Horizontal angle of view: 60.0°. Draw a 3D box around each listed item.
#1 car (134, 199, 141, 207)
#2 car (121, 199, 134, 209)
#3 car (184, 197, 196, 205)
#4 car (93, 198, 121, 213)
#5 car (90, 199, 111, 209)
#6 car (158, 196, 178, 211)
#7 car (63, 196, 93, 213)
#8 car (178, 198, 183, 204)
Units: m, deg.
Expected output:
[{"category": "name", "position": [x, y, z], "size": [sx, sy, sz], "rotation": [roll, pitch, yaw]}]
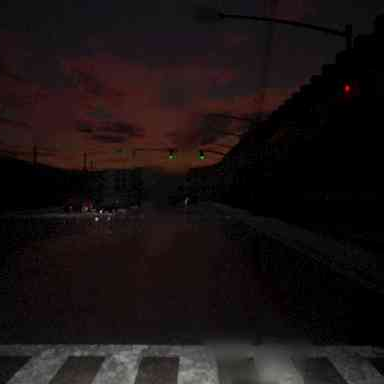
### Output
[{"category": "car", "position": [-10.616, 1.955, 61.297], "size": [2.033, 1.411, 5.357], "rotation": [0, 0, 0]}, {"category": "car", "position": [-10.624, 1.940, 50.955], "size": [1.895, 1.301, 4.718], "rotation": [0, 0, 0]}, {"category": "car", "position": [-0.102, 2.004, 72.944], "size": [2.128, 1.511, 4.902], "rotation": [0, 0, -3]}, {"category": "car", "position": [-10.622, 1.805, 41.850], "size": [1.812, 1.442, 4.674], "rotation": [0, 0, 0]}, {"category": "car", "position": [-14.125, 1.848, 51.453], "size": [1.837, 1.490, 4.892], "rotation": [0, 0, 0]}, {"category": "car", "position": [-3.449, 1.531, 46.480], "size": [2.150, 2.045, 5.566], "rotation": [0, 0, 0]}, {"category": "car", "position": [-14.126, 1.499, 41.645], "size": [2.150, 2.045, 5.566], "rotation": [0, 0, 1]}, {"category": "car", "position": [-3.618, 1.998, 74.884], "size": [1.837, 1.490, 4.892], "rotation": [0, 0, -3]}]
